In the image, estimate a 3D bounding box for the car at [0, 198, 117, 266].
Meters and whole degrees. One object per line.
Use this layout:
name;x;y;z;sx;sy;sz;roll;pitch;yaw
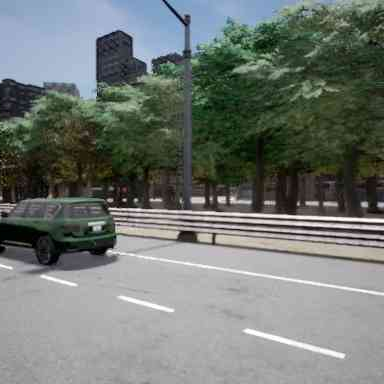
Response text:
car;-5.102;1.222;11.803;5.566;2.045;2.150;0;0;35
